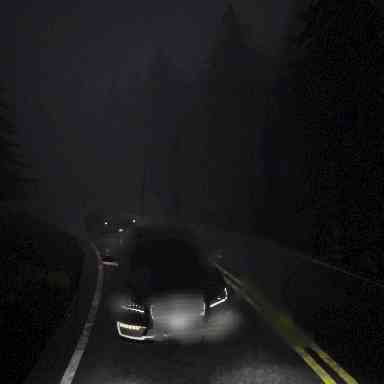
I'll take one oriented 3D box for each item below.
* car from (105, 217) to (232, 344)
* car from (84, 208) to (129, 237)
[{"bbox_3d":[-0.646,1.495,6.812,1.837,1.490,4.892,-1,0,-11],"label":"car"},{"bbox_3d":[-4.633,1.612,18.546,1.895,1.301,4.718,-3,1,-29],"label":"car"}]
